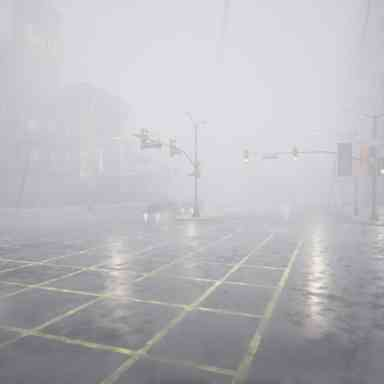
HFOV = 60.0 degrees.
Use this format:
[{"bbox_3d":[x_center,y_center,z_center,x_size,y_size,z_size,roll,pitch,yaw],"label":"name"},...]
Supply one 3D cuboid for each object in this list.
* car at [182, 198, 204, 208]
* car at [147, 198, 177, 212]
[{"bbox_3d":[0.158,1.601,48.543,1.895,1.301,4.718,0,0,21],"label":"car"},{"bbox_3d":[-3.479,1.478,38.998,1.882,1.535,5.008,0,0,23],"label":"car"}]
